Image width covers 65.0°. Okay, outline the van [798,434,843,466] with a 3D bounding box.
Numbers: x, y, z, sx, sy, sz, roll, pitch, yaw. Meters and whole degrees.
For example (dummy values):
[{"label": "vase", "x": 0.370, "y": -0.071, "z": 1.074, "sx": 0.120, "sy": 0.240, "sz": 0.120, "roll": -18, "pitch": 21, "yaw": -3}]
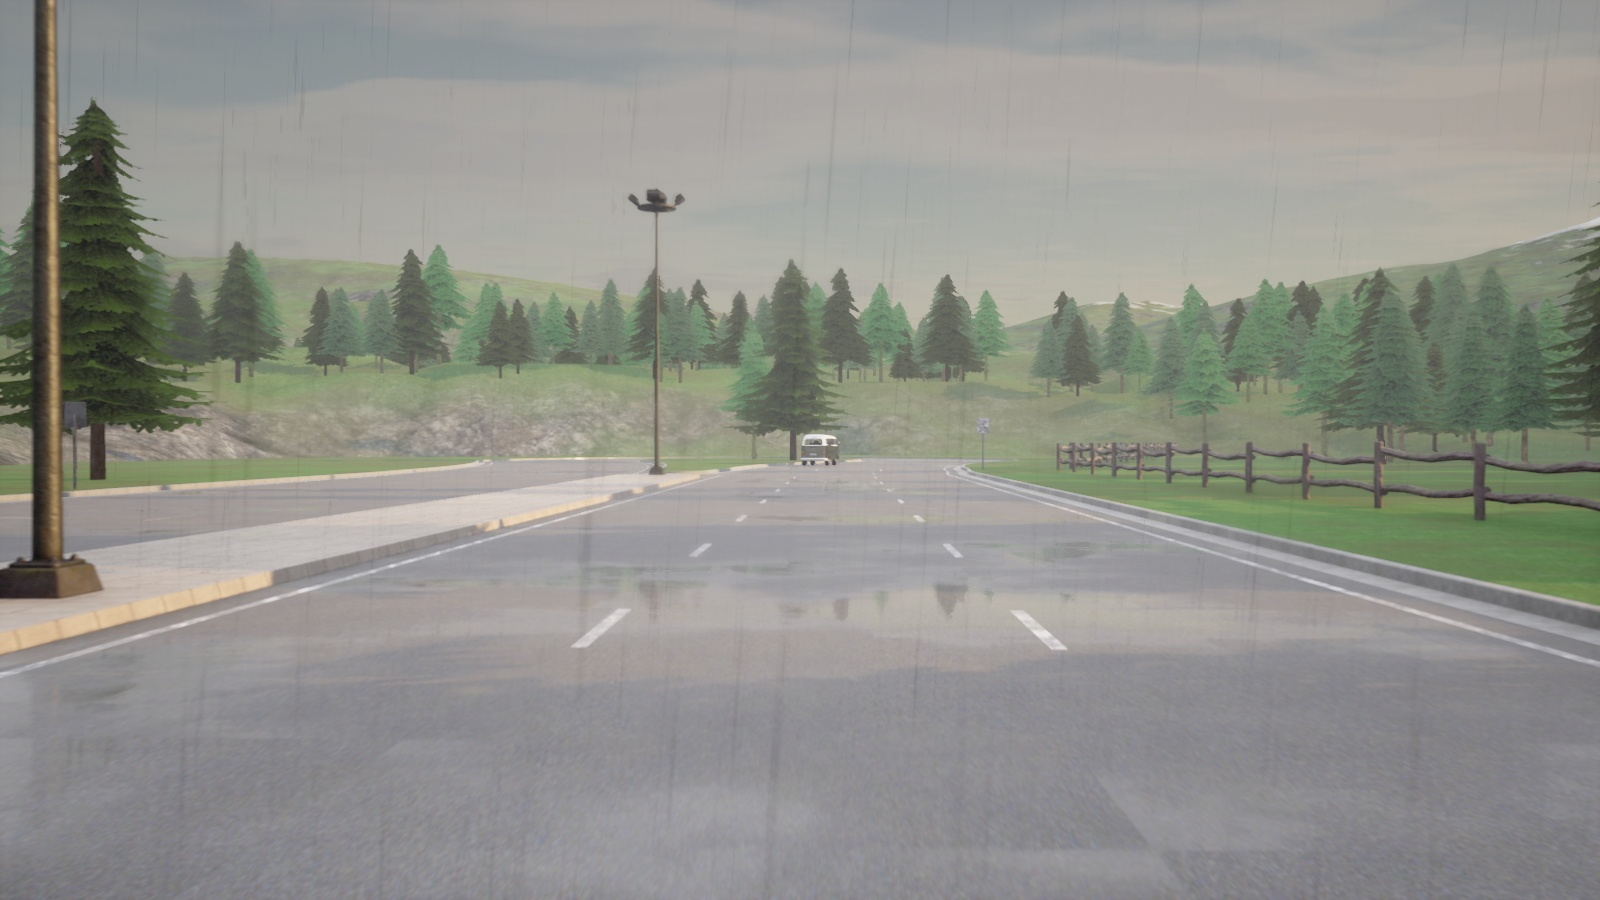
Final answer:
[{"label": "van", "x": 1.364, "y": 0.008, "z": 82.225, "sx": 2.069, "sy": 2.038, "sz": 4.480, "roll": 0, "pitch": 0, "yaw": 13}]
